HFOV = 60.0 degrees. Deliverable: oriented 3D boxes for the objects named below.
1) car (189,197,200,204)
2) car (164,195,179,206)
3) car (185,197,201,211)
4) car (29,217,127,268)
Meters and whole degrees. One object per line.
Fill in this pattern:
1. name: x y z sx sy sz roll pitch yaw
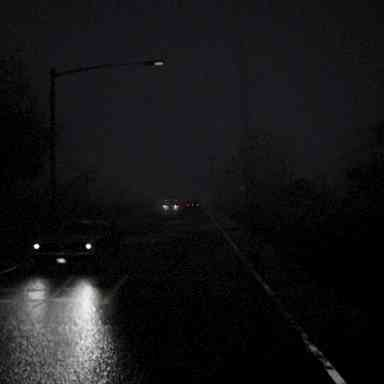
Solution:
1. car: 0.479 1.578 63.893 1.895 1.301 4.718 0 0 2
2. car: -3.352 1.385 55.167 2.097 1.767 4.553 0 0 1
3. car: 0.096 1.515 40.433 2.033 1.411 5.357 0 0 0
4. car: -3.603 1.589 11.399 1.895 1.301 4.718 0 0 0
